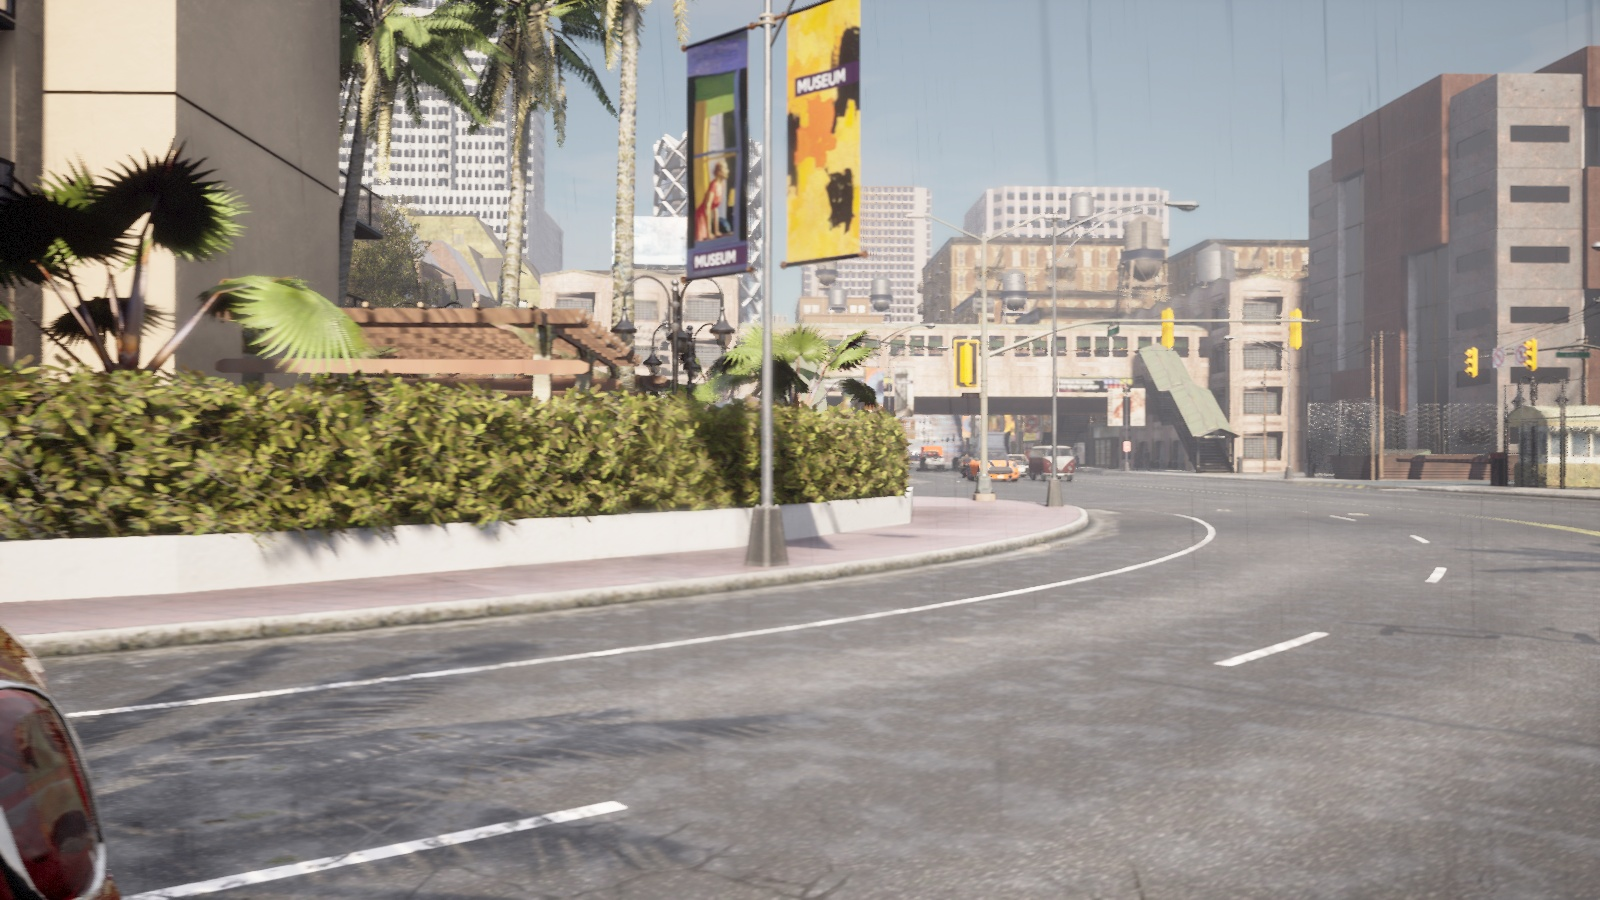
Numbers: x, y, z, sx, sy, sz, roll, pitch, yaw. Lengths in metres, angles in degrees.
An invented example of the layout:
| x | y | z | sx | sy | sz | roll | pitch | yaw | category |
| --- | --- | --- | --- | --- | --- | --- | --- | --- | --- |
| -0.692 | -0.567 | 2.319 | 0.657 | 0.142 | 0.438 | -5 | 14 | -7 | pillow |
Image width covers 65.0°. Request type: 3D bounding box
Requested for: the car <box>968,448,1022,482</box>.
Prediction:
| x | y | z | sx | sy | sz | roll | pitch | yaw | category |
| --- | --- | --- | --- | --- | --- | --- | --- | --- | --- |
| 10.541 | 0.791 | 68.104 | 2.097 | 1.767 | 4.553 | 0 | 0 | -1 | car |

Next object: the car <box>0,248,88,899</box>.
| x | y | z | sx | sy | sz | roll | pitch | yaw | category |
| --- | --- | --- | --- | --- | --- | --- | --- | --- | --- |
| -3.447 | 0.617 | 1.253 | 4.553 | 1.767 | 2.097 | 0 | 0 | -36 | car |

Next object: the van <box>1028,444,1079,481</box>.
| x | y | z | sx | sy | sz | roll | pitch | yaw | category |
| --- | --- | --- | --- | --- | --- | --- | --- | --- | --- |
| 14.004 | 0.681 | 69.578 | 1.775 | 1.987 | 4.442 | 0 | 0 | -1 | van |

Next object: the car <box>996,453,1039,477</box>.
| x | y | z | sx | sy | sz | roll | pitch | yaw | category |
| --- | --- | --- | --- | --- | --- | --- | --- | --- | --- |
| 13.744 | 0.926 | 79.672 | 1.970 | 1.475 | 3.806 | 0 | 0 | -1 | car |
